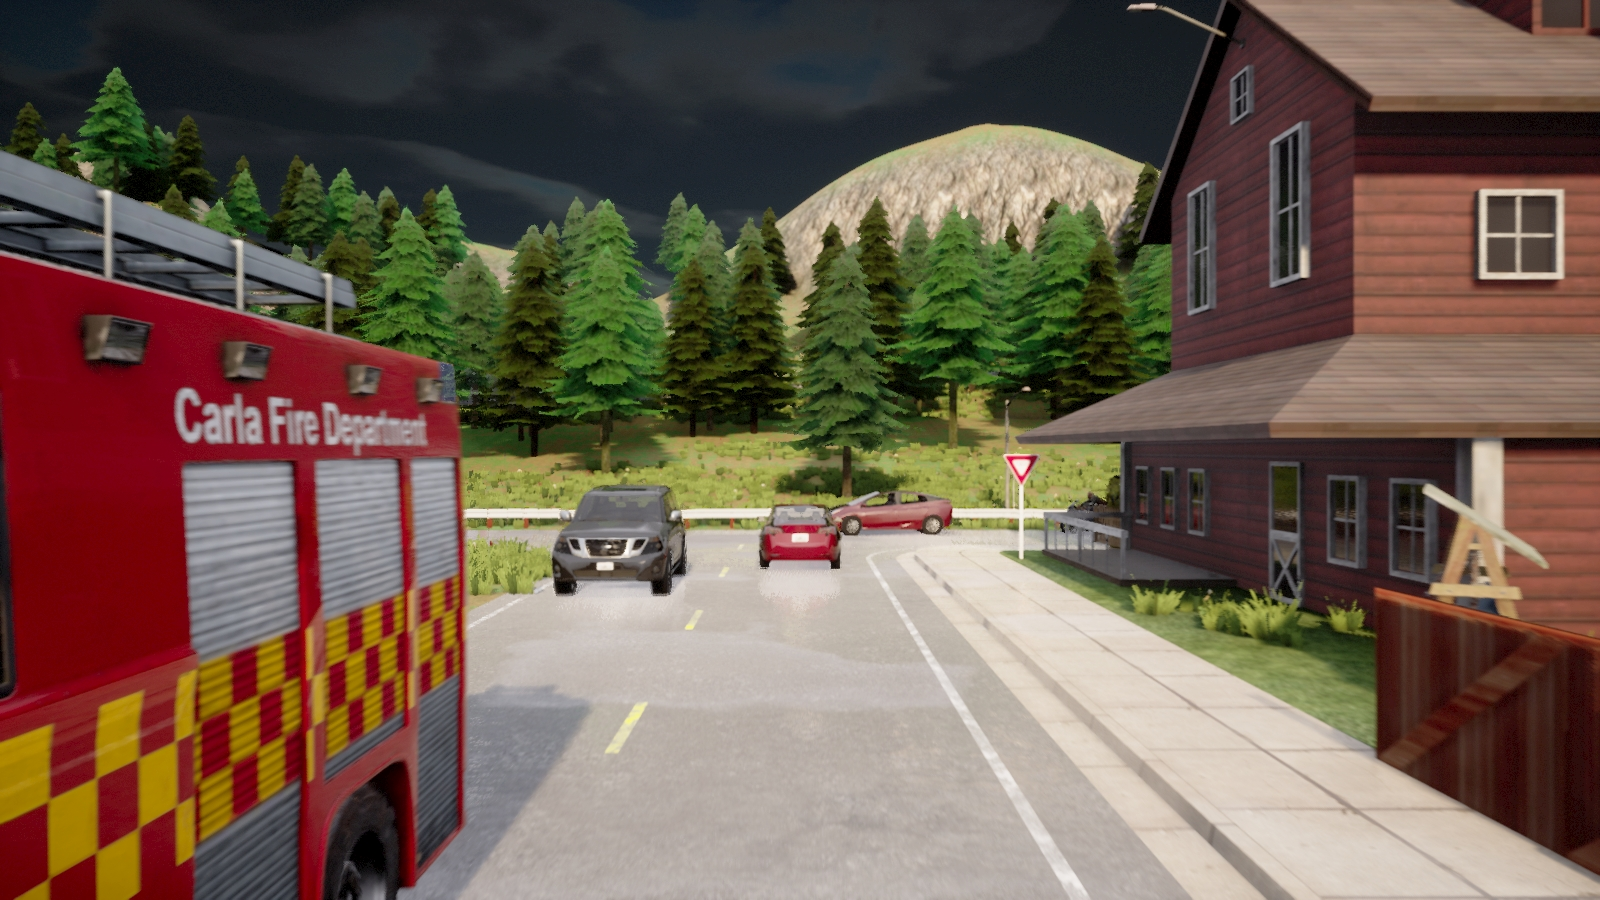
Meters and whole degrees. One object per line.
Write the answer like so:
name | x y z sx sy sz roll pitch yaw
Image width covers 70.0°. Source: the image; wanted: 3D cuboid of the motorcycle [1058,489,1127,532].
motorcycle | 10.186 2.101 39.848 2.209 1.460 0.867 0 0 0

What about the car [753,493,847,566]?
car | 0.002 1.923 28.594 2.163 1.488 4.792 0 0 0

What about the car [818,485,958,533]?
car | 3.011 2.019 39.532 4.514 1.525 2.007 0 0 -7

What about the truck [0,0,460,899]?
truck | -3.504 0.750 2.725 2.891 3.827 8.468 0 0 0

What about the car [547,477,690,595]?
car | -3.600 1.640 23.718 2.150 2.045 5.566 0 0 -1
